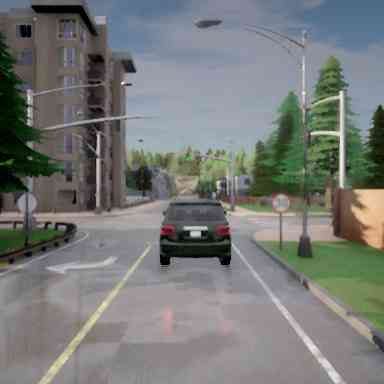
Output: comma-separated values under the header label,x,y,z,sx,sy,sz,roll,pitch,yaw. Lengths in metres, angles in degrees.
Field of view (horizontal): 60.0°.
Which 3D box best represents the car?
label,x,y,z,sx,sy,sz,roll,pitch,yaw
car,0.100,1.248,11.759,2.150,2.045,5.566,0,0,0
